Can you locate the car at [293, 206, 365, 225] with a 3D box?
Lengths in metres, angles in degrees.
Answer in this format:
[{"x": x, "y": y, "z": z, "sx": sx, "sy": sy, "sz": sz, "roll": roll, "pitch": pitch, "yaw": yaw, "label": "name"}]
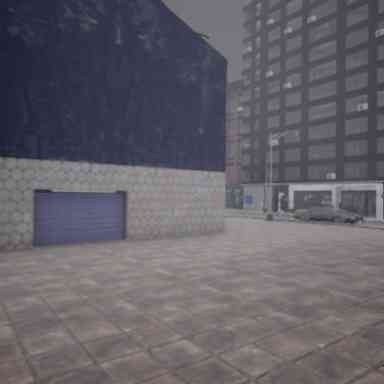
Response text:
[{"x": 10.723, "y": 1.806, "z": 26.412, "sx": 2.033, "sy": 1.411, "sz": 5.357, "roll": 1, "pitch": -1, "yaw": -36, "label": "car"}]
